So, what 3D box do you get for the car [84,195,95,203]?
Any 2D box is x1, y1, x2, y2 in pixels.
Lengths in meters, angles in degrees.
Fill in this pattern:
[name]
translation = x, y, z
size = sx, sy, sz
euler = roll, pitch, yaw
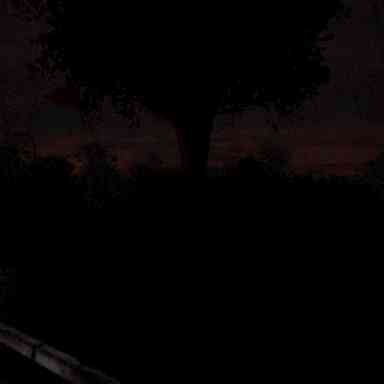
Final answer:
[car]
translation = -17.696, 1.196, 52.462
size = 2.097, 1.767, 4.553
euler = 0, 0, 34
